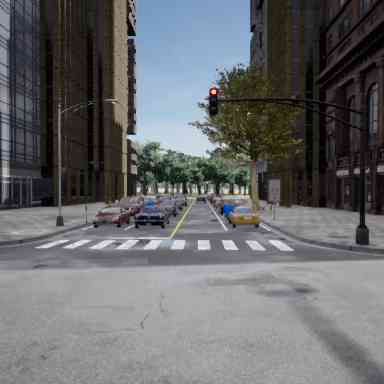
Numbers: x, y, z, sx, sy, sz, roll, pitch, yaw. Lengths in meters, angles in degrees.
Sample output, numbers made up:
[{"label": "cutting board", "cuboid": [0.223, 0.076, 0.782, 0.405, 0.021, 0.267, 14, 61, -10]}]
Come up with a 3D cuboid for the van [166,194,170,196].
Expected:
[{"label": "van", "cuboid": [-4.330, 1.252, 56.024, 1.690, 1.788, 3.998, 0, 0, 1]}]

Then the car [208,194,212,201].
[{"label": "car", "cuboid": [4.195, 1.462, 55.817, 2.008, 1.369, 4.403, -1, 0, 1]}]

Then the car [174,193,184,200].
[{"label": "car", "cuboid": [-3.477, 1.128, 90.091, 2.192, 1.841, 5.009, 0, 0, 1]}]

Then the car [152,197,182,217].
[{"label": "car", "cuboid": [-2.269, 1.474, 31.223, 1.837, 1.490, 4.892, 0, 0, 2]}]

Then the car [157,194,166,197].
[{"label": "car", "cuboid": [-4.757, 1.269, 38.991, 2.192, 1.841, 5.009, -1, 0, 1]}]

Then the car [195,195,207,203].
[{"label": "car", "cuboid": [1.791, 1.389, 65.894, 1.837, 1.490, 4.892, 0, 0, 1]}]

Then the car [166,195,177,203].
[{"label": "car", "cuboid": [-4.044, 1.425, 67.380, 1.887, 1.381, 4.507, 0, 0, 1]}]

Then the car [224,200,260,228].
[{"label": "car", "cuboid": [3.346, 1.508, 21.922, 1.752, 1.417, 4.829, -1, 0, 1]}]

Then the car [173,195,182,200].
[{"label": "car", "cuboid": [-3.617, 1.375, 84.414, 1.887, 1.381, 4.507, 0, 0, 1]}]

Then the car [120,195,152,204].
[{"label": "car", "cuboid": [-5.042, 1.290, 27.635, 2.192, 1.841, 5.009, -1, 0, 1]}]

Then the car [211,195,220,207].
[{"label": "car", "cuboid": [3.915, 1.465, 44.633, 1.752, 1.417, 4.829, -1, 0, 1]}]

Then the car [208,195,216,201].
[{"label": "car", "cuboid": [4.764, 1.429, 78.527, 1.802, 1.307, 4.206, 0, 0, 1]}]

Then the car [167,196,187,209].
[{"label": "car", "cuboid": [-2.032, 1.551, 40.530, 1.895, 1.301, 4.718, 0, 0, 2]}]

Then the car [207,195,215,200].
[{"label": "car", "cuboid": [5.048, 1.379, 89.881, 1.947, 1.339, 4.313, 0, 0, 1]}]

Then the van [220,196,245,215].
[{"label": "van", "cuboid": [3.482, 1.316, 27.430, 1.690, 1.788, 3.998, -1, 0, 1]}]

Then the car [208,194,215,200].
[{"label": "car", "cuboid": [4.909, 1.355, 84.374, 1.752, 1.417, 4.829, 0, 0, 1]}]

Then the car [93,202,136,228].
[{"label": "car", "cuboid": [-5.181, 1.565, 21.956, 1.802, 1.307, 4.206, -1, 0, 1]}]

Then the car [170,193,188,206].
[{"label": "car", "cuboid": [-1.744, 1.277, 50.634, 2.097, 1.767, 4.553, 0, 0, 2]}]

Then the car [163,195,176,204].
[{"label": "car", "cuboid": [-4.187, 1.336, 61.702, 1.967, 1.590, 4.097, 0, 0, 1]}]

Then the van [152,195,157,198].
[{"label": "van", "cuboid": [-4.899, 1.306, 33.313, 1.690, 1.788, 3.998, -1, 0, 1]}]

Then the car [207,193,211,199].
[{"label": "car", "cuboid": [4.335, 1.211, 61.494, 2.192, 1.841, 5.009, -1, 0, 1]}]

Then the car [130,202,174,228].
[{"label": "car", "cuboid": [-2.508, 1.584, 21.887, 1.895, 1.301, 4.718, 0, 0, 2]}]

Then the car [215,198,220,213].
[{"label": "car", "cuboid": [3.626, 1.531, 33.108, 1.947, 1.339, 4.313, -1, 0, 1]}]

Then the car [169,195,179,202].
[{"label": "car", "cuboid": [-3.901, 1.446, 73.058, 1.802, 1.307, 4.206, 0, 0, 1]}]

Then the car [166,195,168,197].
[{"label": "car", "cuboid": [-4.612, 1.491, 44.669, 2.008, 1.369, 4.403, -1, 0, 1]}]

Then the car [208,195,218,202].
[{"label": "car", "cuboid": [4.621, 1.415, 72.849, 2.008, 1.369, 4.403, 0, 0, 1]}]

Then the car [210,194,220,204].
[{"label": "car", "cuboid": [4.053, 1.471, 50.140, 1.887, 1.381, 4.507, -1, 0, 1]}]
